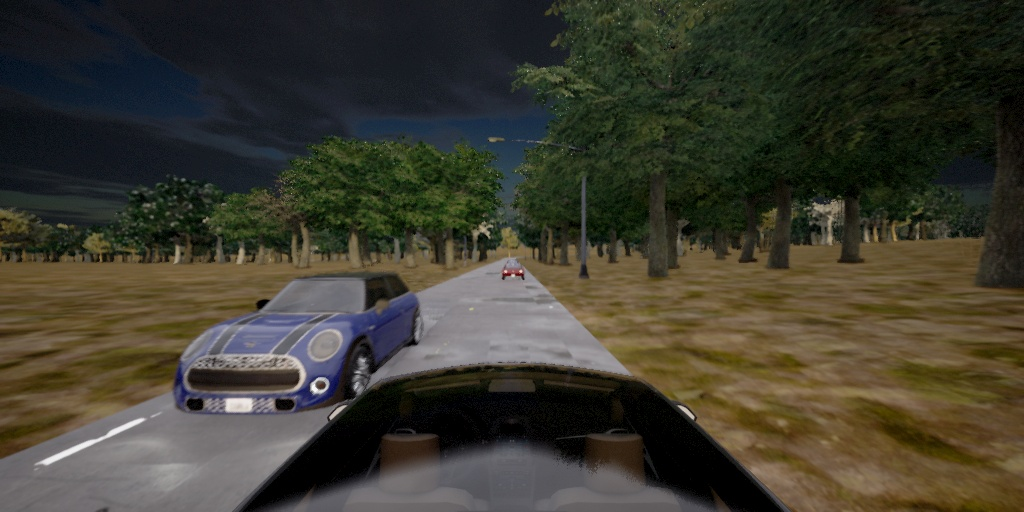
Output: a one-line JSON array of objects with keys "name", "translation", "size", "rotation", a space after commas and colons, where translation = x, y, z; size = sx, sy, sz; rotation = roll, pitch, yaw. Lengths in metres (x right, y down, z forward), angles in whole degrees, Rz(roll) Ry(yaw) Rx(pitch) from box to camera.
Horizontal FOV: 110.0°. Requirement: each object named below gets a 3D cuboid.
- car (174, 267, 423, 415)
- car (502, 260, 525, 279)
[{"name": "car", "translation": [-3.087, 1.089, 6.303], "size": [2.097, 1.767, 4.553], "rotation": [0, 0, 0]}, {"name": "car", "translation": [0.097, 1.254, 30.532], "size": [1.895, 1.301, 4.718], "rotation": [0, 0, 0]}]
